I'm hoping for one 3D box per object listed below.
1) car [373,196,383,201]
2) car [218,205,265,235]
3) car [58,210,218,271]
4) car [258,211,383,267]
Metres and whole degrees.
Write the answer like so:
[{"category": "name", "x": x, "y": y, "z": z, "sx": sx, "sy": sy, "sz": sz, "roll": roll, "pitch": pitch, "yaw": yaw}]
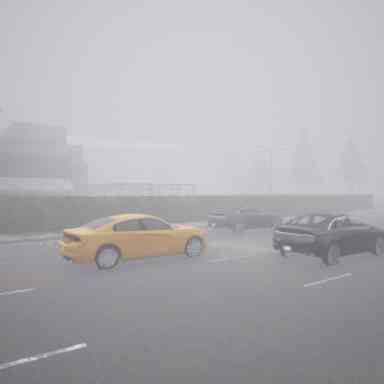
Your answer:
[{"category": "car", "x": 45.666, "y": 1.595, "z": 82.990, "sx": 1.895, "sy": 1.301, "sz": 4.718, "roll": 0, "pitch": 0, "yaw": 8}, {"category": "car", "x": 3.085, "y": 1.491, "z": 18.845, "sx": 4.902, "sy": 1.511, "sz": 2.128, "roll": 0, "pitch": 0, "yaw": -36}, {"category": "car", "x": -1.763, "y": 1.477, "z": 11.087, "sx": 5.008, "sy": 1.535, "sz": 1.882, "roll": 0, "pitch": 0, "yaw": -36}, {"category": "car", "x": 4.863, "y": 1.491, "z": 11.515, "sx": 4.902, "sy": 1.511, "sz": 2.128, "roll": 0, "pitch": 0, "yaw": -35}]
